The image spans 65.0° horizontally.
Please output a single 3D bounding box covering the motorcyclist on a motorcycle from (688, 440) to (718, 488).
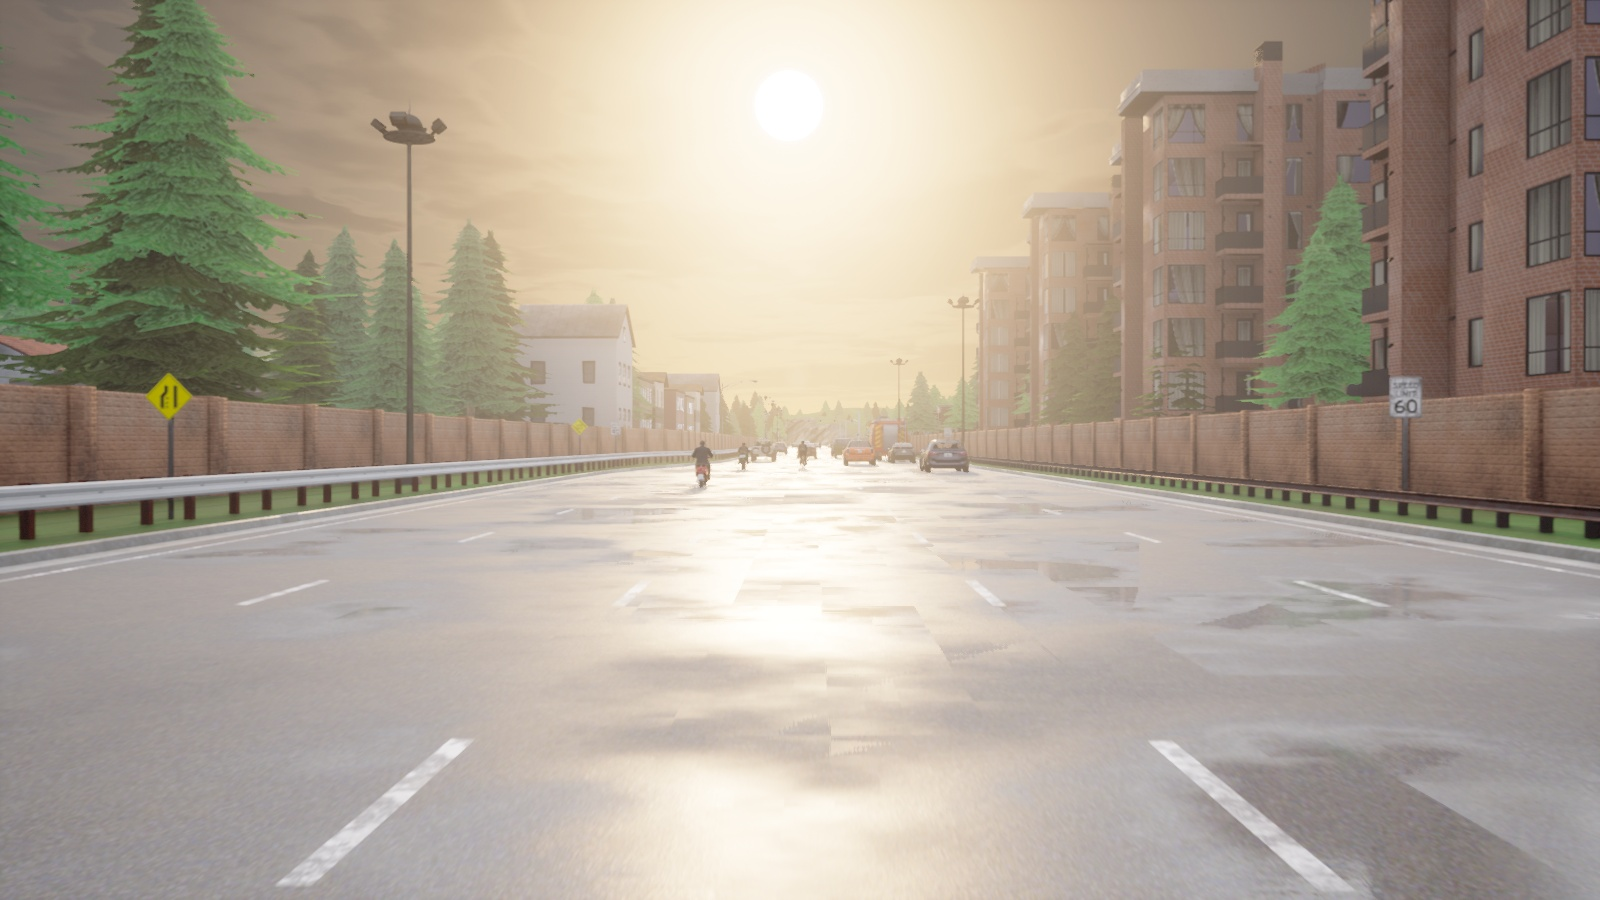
[{"bbox_3d":[-3.257,0.459,42.224,0.866,1.590,1.817,0,0,0],"label":"motorcyclist on a motorcycle"}]

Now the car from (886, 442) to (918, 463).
[{"bbox_3d":[7.518,0.176,92.846,2.007,1.525,4.514,0,0,0],"label":"car"}]

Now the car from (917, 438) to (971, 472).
[{"bbox_3d":[7.364,0.233,64.576,2.242,1.667,4.611,0,0,0],"label":"car"}]

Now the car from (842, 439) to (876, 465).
[{"bbox_3d":[3.977,0.127,85.311,2.097,1.767,4.553,0,0,0],"label":"car"}]
